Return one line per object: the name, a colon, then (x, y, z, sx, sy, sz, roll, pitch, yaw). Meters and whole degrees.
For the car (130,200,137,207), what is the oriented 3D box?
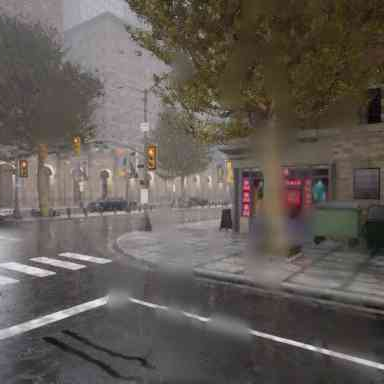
car: (-10.215, 1.595, 47.935, 1.895, 1.301, 4.718, 0, 0, 36)

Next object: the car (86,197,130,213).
car: (-9.634, 1.354, 37.379, 2.097, 1.767, 4.553, 0, 0, 36)

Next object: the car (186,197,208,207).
car: (0.629, 1.504, 51.576, 1.837, 1.490, 4.892, 0, 0, 36)
